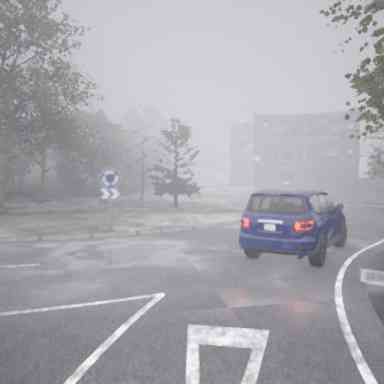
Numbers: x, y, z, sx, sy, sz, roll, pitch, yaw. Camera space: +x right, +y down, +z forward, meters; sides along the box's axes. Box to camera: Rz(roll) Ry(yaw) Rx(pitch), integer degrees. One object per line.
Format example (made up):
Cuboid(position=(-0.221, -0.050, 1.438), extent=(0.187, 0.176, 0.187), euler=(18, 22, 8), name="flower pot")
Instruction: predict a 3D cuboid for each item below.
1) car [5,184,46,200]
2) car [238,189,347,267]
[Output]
Cuboid(position=(-21.837, 0.023, 41.739), extent=(5.566, 2.045, 2.150), euler=(-1, 1, -38), name="car")
Cuboid(position=(3.423, 0.921, 10.673), extent=(2.150, 2.045, 5.566), euler=(1, 2, 33), name="car")
